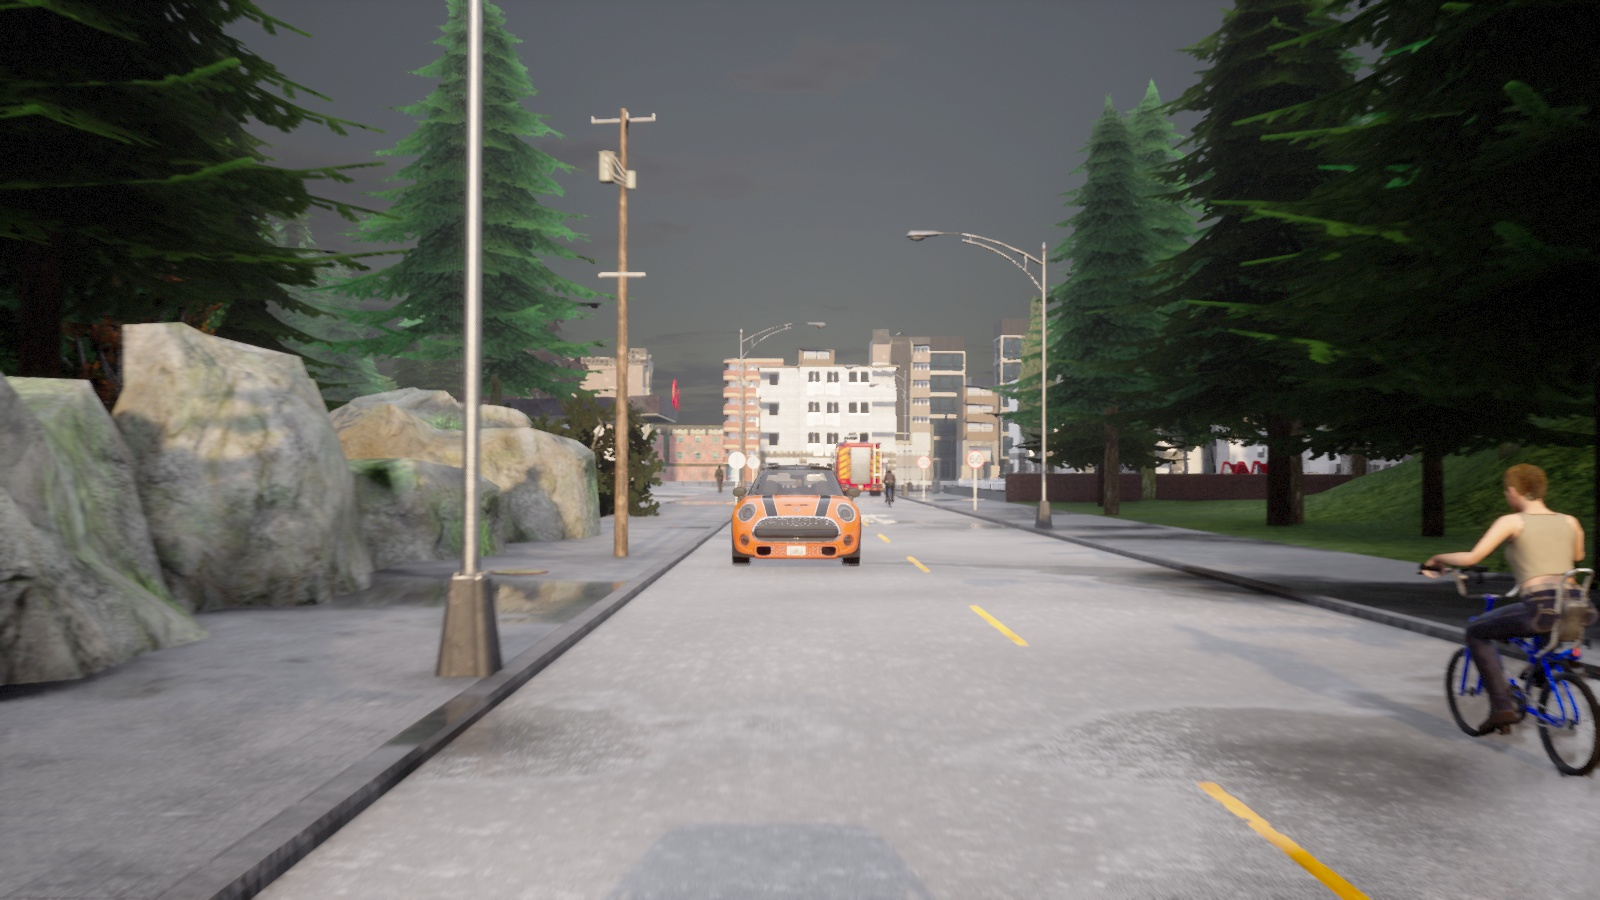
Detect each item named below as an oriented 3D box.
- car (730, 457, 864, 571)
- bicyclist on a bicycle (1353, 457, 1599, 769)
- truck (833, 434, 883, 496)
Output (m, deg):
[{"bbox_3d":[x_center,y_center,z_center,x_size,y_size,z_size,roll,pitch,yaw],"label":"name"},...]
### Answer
[{"bbox_3d":[-0.054,1.039,21.973,2.097,1.767,4.553,0,-1,0],"label":"car"},{"bbox_3d":[3.977,0.856,7.277,0.866,1.612,1.509,0,-1,0],"label":"bicyclist on a bicycle"},{"bbox_3d":[3.738,1.013,82.725,2.891,3.827,8.468,0,-1,0],"label":"truck"}]
